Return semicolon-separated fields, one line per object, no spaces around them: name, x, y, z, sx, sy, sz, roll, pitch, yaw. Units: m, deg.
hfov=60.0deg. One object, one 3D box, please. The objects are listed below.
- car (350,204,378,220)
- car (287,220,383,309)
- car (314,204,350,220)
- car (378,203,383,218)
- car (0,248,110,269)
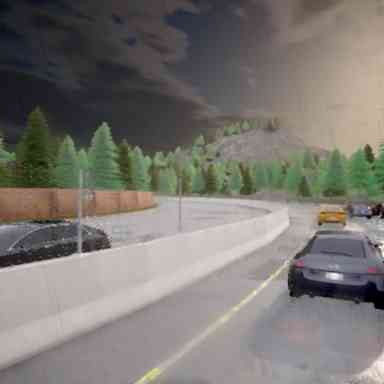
car;15.973;1.881;32.498;2.033;1.411;5.357;0;0;12
car;3.699;1.646;8.332;1.994;1.385;4.181;0;0;27
car;10.662;1.724;25.843;1.882;1.535;5.008;1;0;17
car;19.807;1.854;33.984;1.882;1.535;5.008;1;0;12
car;-4.234;1.515;8.575;1.837;1.490;4.892;1;0;29
